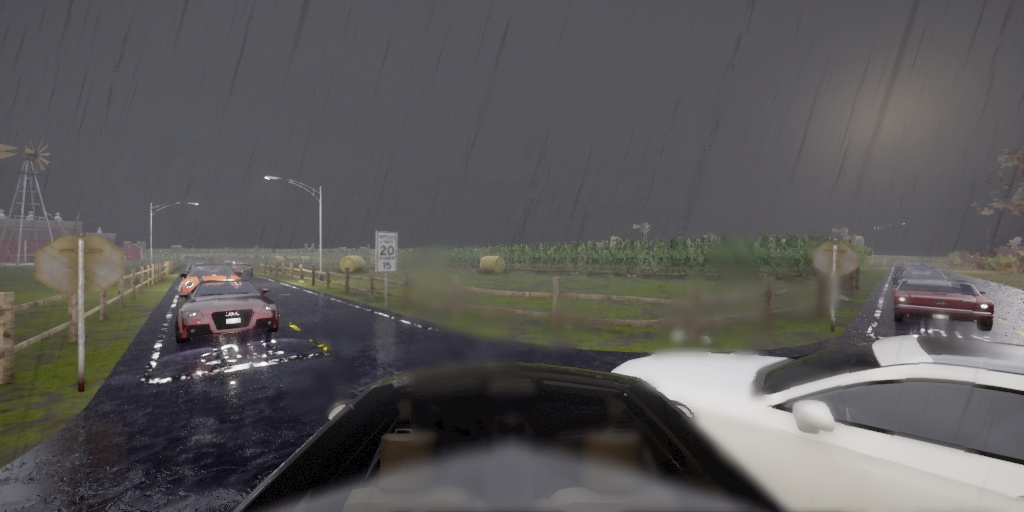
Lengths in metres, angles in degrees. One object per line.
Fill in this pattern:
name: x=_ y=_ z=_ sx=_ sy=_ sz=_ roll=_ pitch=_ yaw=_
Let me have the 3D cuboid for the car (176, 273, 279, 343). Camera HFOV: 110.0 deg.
car: x=-7.942 y=1.353 z=9.961 sx=1.994 sy=1.385 sz=4.181 roll=0 pitch=0 yaw=-43

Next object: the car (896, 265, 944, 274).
car: x=20.594 y=1.360 z=18.001 sx=5.357 sy=1.411 sz=2.033 roll=0 pitch=1 yaw=-43

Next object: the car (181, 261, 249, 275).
car: x=-13.718 y=1.138 z=16.444 sx=2.097 sy=1.767 sz=4.553 roll=0 pitch=0 yaw=-42

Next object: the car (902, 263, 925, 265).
car: x=27.348 y=1.397 z=24.256 sx=4.181 sy=1.385 sz=1.994 roll=0 pitch=1 yaw=-43

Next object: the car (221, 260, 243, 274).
car: x=-33.706 y=1.298 z=43.130 sx=1.837 sy=1.490 sz=4.892 roll=0 pitch=0 yaw=-41

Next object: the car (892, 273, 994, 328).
car: x=13.517 y=1.396 z=11.437 sx=4.718 sy=1.301 sz=1.895 roll=0 pitch=1 yaw=-43

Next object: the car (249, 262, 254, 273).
car: x=-26.984 y=1.277 z=35.672 sx=2.128 sy=1.511 sz=4.902 roll=0 pitch=0 yaw=-41

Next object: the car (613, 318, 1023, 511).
car: x=2.838 y=1.294 z=2.375 sx=1.812 sy=1.442 sz=4.674 roll=0 pitch=1 yaw=-44
